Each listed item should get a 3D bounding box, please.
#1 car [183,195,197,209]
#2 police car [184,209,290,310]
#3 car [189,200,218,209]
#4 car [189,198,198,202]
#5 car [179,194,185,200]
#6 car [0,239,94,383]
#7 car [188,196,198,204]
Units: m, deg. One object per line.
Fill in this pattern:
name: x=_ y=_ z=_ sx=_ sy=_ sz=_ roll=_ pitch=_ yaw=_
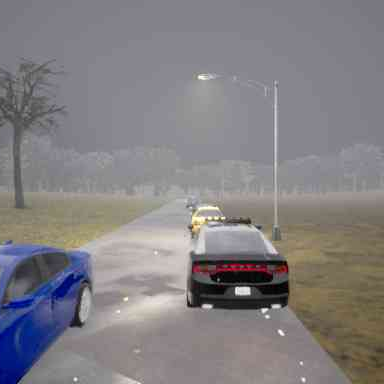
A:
car: x=0.145 y=1.525 z=45.800 sx=2.033 sy=1.411 sz=5.357 roll=0 pitch=0 yaw=1
police car: x=0.844 y=1.431 z=8.072 sx=1.930 sy=1.638 sz=5.238 roll=0 pitch=0 yaw=0
car: x=0.869 y=1.462 z=18.152 sx=1.801 sy=1.575 sz=5.366 roll=0 pitch=0 yaw=0
car: x=0.883 y=1.484 z=23.964 sx=1.882 sy=1.535 sz=5.008 roll=0 pitch=0 yaw=0
car: x=-2.528 y=1.334 z=92.956 sx=1.837 sy=1.490 sz=4.892 roll=0 pitch=0 yaw=0
car: x=-2.740 y=1.481 z=4.182 sx=1.882 sy=1.535 sz=5.008 roll=0 pitch=0 yaw=0
car: x=0.151 y=1.455 z=63.120 sx=1.812 sy=1.442 sz=4.674 roll=0 pitch=0 yaw=0
